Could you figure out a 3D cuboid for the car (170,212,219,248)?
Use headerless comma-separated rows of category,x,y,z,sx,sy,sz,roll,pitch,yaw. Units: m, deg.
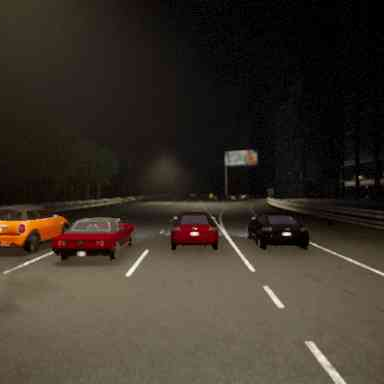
car,0.108,1.590,14.864,1.994,1.385,4.181,0,0,0

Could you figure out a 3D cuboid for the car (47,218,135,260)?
car,-3.403,1.623,12.510,1.895,1.301,4.718,0,0,0

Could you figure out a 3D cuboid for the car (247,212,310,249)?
car,3.668,1.590,14.761,1.994,1.385,4.181,0,0,1

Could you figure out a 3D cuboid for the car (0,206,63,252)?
car,-6.882,1.360,13.995,2.097,1.767,4.553,1,0,0
